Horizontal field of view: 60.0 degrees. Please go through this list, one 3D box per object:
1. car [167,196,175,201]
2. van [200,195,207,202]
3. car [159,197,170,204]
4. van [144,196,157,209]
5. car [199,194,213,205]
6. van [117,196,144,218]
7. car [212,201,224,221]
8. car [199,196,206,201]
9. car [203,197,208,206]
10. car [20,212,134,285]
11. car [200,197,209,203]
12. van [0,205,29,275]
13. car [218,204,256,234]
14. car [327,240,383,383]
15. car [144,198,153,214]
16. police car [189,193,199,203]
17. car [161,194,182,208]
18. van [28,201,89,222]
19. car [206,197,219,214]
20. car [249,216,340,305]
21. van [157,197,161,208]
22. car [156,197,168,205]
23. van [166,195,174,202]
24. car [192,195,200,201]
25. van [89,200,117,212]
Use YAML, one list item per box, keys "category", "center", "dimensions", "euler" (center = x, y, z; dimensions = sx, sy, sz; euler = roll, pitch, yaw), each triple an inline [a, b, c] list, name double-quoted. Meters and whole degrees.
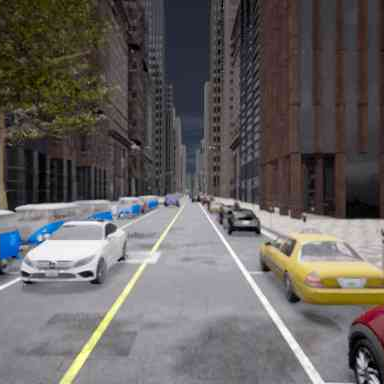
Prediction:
- category: "car"
  center: [-5.734, 1.790, 92.164]
  dimensions: [2.008, 1.369, 4.403]
  euler: [0, 0, 0]
- category: "van"
  center: [2.788, 1.545, 80.937]
  dimensions: [1.690, 1.788, 3.998]
  euler: [0, 0, 0]
- category: "car"
  center: [-5.741, 1.720, 69.697]
  dimensions: [2.008, 1.369, 4.403]
  euler: [0, 0, 0]
- category: "van"
  center: [-5.749, 1.434, 41.599]
  dimensions: [1.690, 1.788, 3.998]
  euler: [0, 0, 0]
- category: "car"
  center: [2.781, 1.452, 58.462]
  dimensions: [2.192, 1.841, 5.009]
  euler: [0, 0, 0]
- category: "van"
  center: [-5.752, 1.407, 30.363]
  dimensions: [1.690, 1.788, 3.998]
  euler: [0, 0, 0]
- category: "car"
  center: [2.771, 1.619, 24.748]
  dimensions: [1.947, 1.339, 4.313]
  euler: [0, 0, 0]
- category: "car"
  center: [2.791, 1.765, 92.344]
  dimensions: [1.752, 1.417, 4.829]
  euler: [0, 0, 0]
- category: "car"
  center: [2.776, 1.659, 41.605]
  dimensions: [1.947, 1.339, 4.313]
  euler: [0, 0, 0]
- category: "car"
  center: [-3.098, 1.546, 9.676]
  dimensions: [1.812, 1.442, 4.674]
  euler: [0, 0, 0]
- category: "car"
  center: [2.786, 1.737, 75.317]
  dimensions: [2.008, 1.369, 4.403]
  euler: [0, 0, 0]
- category: "van"
  center: [-5.759, 1.357, 7.890]
  dimensions: [1.690, 1.788, 3.998]
  euler: [0, 0, 0]
- category: "car"
  center: [2.769, 1.606, 19.130]
  dimensions: [1.947, 1.339, 4.313]
  euler: [0, 0, 0]
- category: "car"
  center: [2.764, 1.445, 2.274]
  dimensions: [1.967, 1.590, 4.097]
  euler: [0, 0, 0]
- category: "car"
  center: [-5.751, 1.624, 35.981]
  dimensions: [1.887, 1.381, 4.507]
  euler: [0, 0, 0]
- category: "police car"
  center: [0.923, 1.607, 73.795]
  dimensions: [1.930, 1.638, 5.238]
  euler: [0, 0, 0]
- category: "car"
  center: [-3.063, 1.339, 51.401]
  dimensions: [2.150, 2.045, 5.566]
  euler: [0, 0, 0]
- category: "van"
  center: [-5.757, 1.369, 13.508]
  dimensions: [1.690, 1.788, 3.998]
  euler: [0, 0, 0]
- category: "car"
  center: [2.774, 1.605, 36.156]
  dimensions: [1.752, 1.417, 4.829]
  euler: [0, 0, 0]
- category: "car"
  center: [2.766, 1.542, 8.062]
  dimensions: [1.752, 1.417, 4.829]
  euler: [0, 0, 0]
- category: "van"
  center: [-5.747, 1.448, 47.218]
  dimensions: [1.690, 1.788, 3.998]
  euler: [0, 0, 0]
- category: "car"
  center: [-5.742, 1.678, 63.902]
  dimensions: [1.752, 1.417, 4.829]
  euler: [0, 0, 0]
- category: "van"
  center: [-5.735, 1.562, 86.547]
  dimensions: [1.690, 1.788, 3.998]
  euler: [0, 0, 0]
- category: "car"
  center: [0.927, 1.582, 89.656]
  dimensions: [2.097, 1.767, 4.553]
  euler: [0, 0, 0]
- category: "van"
  center: [-5.756, 1.382, 19.126]
  dimensions: [1.690, 1.788, 3.998]
  euler: [0, 0, 0]
